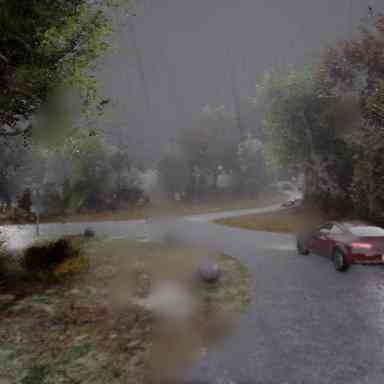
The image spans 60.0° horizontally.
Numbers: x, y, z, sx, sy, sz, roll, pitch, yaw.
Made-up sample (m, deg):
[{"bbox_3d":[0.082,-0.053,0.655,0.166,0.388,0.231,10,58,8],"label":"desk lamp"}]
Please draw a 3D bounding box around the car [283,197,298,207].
[{"bbox_3d":[19.974,2.305,68.450,1.994,1.385,4.181,-1,0,27],"label":"car"}]

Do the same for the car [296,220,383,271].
[{"bbox_3d":[5.216,1.663,11.359,1.812,1.442,4.674,0,-1,-3],"label":"car"}]

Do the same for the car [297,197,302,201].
[{"bbox_3d":[26.352,1.932,81.999,1.882,1.535,5.008,-1,2,23],"label":"car"}]
